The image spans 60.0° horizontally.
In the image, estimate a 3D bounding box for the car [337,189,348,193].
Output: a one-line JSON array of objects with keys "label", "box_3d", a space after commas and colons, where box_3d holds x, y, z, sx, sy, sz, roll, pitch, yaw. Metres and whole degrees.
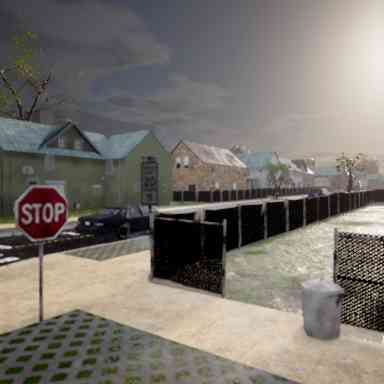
[{"label": "car", "box_3d": [21.268, 0.308, 47.907, 1.994, 1.385, 4.181, 0, 1, 37]}]

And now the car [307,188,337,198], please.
[{"label": "car", "box_3d": [15.494, 0.317, 40.096, 2.097, 1.767, 4.553, 0, 1, 37]}]

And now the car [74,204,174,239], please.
[{"label": "car", "box_3d": [-2.798, 1.276, 15.691, 2.033, 1.411, 5.357, 0, 1, 37]}]
